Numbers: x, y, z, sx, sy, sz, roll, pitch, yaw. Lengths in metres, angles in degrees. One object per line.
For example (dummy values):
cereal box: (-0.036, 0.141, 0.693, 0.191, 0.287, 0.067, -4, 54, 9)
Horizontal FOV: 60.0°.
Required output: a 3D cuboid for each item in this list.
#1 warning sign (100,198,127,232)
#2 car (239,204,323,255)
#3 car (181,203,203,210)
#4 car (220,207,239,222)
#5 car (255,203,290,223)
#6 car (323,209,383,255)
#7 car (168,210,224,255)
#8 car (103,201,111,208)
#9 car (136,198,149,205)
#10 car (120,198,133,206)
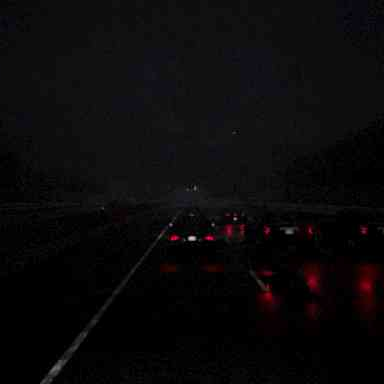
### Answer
warning sign: (-4.532, 1.307, 19.352, 1.300, 1.860, 1.060, 1, 0, 0)
car: (3.502, 1.486, 14.074, 2.097, 1.767, 4.553, 0, -1, 0)
car: (0.003, 1.889, 29.291, 1.994, 1.385, 4.181, 0, -1, 0)
car: (3.503, 1.923, 29.105, 1.895, 1.301, 4.718, 0, -1, 0)
car: (7.007, 1.805, 29.484, 1.882, 1.535, 5.008, 0, -1, 0)
car: (7.002, 1.486, 14.062, 2.097, 1.767, 4.553, 0, -1, 0)
car: (0.002, 1.682, 13.983, 2.033, 1.411, 5.357, 0, -1, 0)
car: (-17.496, 2.649, 71.022, 2.033, 1.411, 5.357, 0, -1, 0)
car: (-10.496, 2.334, 70.999, 2.150, 2.045, 5.566, 0, -1, 0)
car: (-13.996, 2.334, 70.999, 2.150, 2.045, 5.566, 0, -1, 0)
